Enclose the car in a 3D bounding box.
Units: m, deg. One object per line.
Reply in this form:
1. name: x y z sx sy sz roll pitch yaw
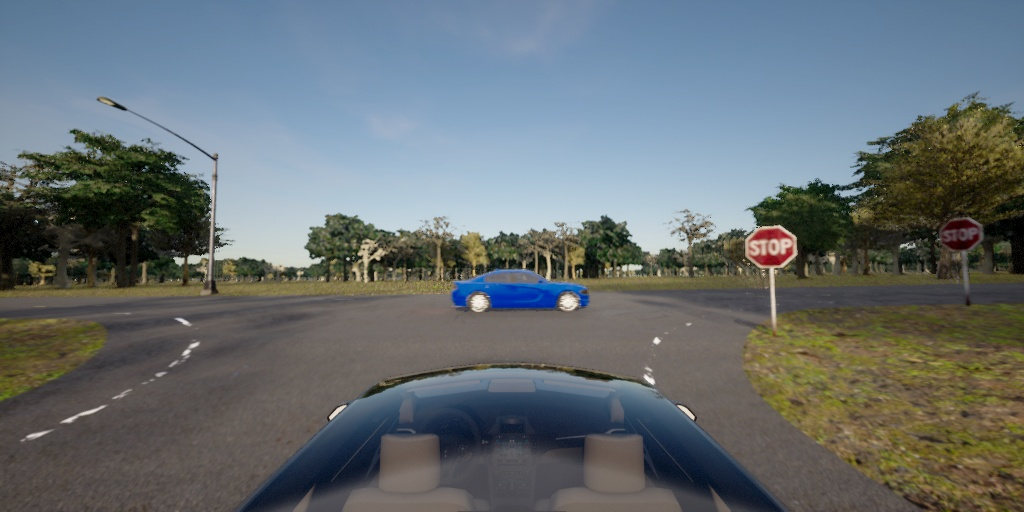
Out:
1. car: 0.281 1.238 13.144 5.008 1.535 1.882 0 -2 -1
